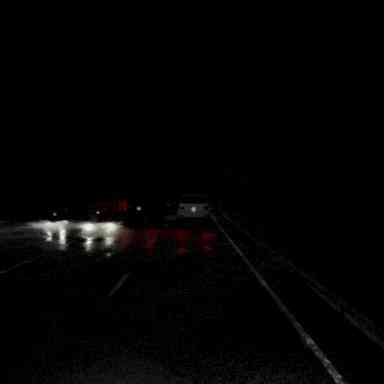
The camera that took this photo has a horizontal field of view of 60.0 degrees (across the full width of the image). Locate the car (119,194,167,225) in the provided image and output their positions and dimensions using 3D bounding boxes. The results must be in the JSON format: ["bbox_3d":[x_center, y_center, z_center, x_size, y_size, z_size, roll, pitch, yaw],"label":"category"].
[{"bbox_3d":[-3.355,1.179,23.919,2.150,2.045,5.566,0,0,1],"label":"car"}]

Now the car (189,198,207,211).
[{"bbox_3d":[0.815,1.509,41.651,2.033,1.411,5.357,0,0,4],"label":"car"}]

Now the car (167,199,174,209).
[{"bbox_3d":[-2.681,1.524,41.473,1.994,1.385,4.181,0,0,4],"label":"car"}]

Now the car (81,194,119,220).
[{"bbox_3d":[-6.983,1.180,27.660,2.150,2.045,5.566,0,0,1],"label":"car"}]

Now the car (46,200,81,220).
[{"bbox_3d":[-10.464,1.451,27.962,2.128,1.511,4.902,0,0,1],"label":"car"}]

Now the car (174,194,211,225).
[{"bbox_3d":[0.143,1.177,23.564,2.150,2.045,5.566,0,-1,1],"label":"car"}]
